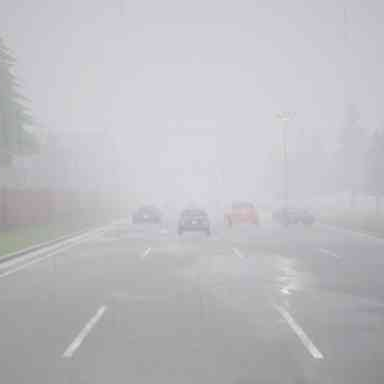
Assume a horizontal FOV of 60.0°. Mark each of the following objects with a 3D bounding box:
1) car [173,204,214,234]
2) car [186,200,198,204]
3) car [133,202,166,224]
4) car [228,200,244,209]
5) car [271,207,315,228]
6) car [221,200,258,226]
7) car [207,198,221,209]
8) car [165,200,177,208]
[{"bbox_3d":[0.109,1.686,20.065,2.033,1.411,5.357,0,0,0],"label":"car"},{"bbox_3d":[0.022,1.902,51.480,2.033,1.411,5.357,0,0,0],"label":"car"},{"bbox_3d":[-3.390,1.745,26.145,1.994,1.385,4.181,0,0,0],"label":"car"},{"bbox_3d":[7.027,1.932,53.450,1.994,1.385,4.181,0,0,0],"label":"car"},{"bbox_3d":[7.109,1.766,23.949,1.895,1.301,4.718,0,0,0],"label":"car"},{"bbox_3d":[3.611,1.526,25.180,2.097,1.767,4.553,0,0,0],"label":"car"},{"bbox_3d":[3.530,1.714,52.689,2.097,1.767,4.553,0,0,0],"label":"car"},{"bbox_3d":[-3.473,1.907,52.048,2.033,1.411,5.357,0,0,0],"label":"car"}]
